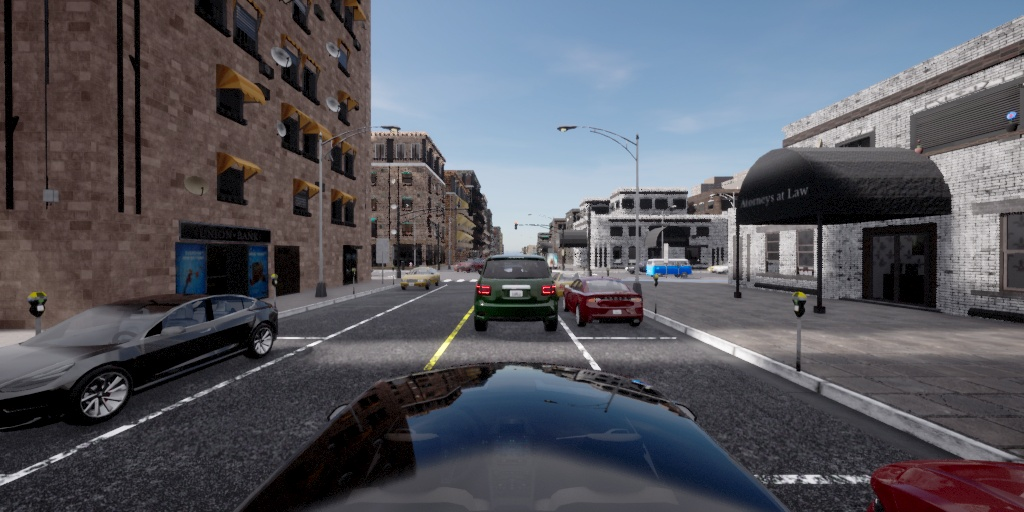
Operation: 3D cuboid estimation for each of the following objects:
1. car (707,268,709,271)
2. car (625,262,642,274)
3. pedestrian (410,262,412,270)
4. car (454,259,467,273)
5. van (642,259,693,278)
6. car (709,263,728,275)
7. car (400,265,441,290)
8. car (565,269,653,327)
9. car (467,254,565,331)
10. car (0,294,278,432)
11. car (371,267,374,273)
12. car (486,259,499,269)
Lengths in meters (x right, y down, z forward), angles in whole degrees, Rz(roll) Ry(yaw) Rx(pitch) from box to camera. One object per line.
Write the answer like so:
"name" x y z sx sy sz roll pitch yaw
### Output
"car" 25.518 1.324 42.010 4.829 1.417 1.751 0 0 0
"car" 14.957 1.279 39.358 4.902 1.511 2.128 0 0 -2
"pedestrian" -12.595 1.215 44.699 0.500 1.100 0.500 0 0 0
"car" -4.995 1.078 43.236 2.097 1.767 4.553 0 0 25
"van" 14.682 1.166 33.558 3.998 1.789 1.690 0 0 0
"car" 24.799 1.414 39.412 4.718 1.301 1.895 0 0 0
"car" -5.674 1.279 22.639 1.751 1.417 4.829 0 0 0
"car" 2.697 1.295 11.404 1.888 1.381 4.507 0 0 0
"car" 0.105 0.972 11.076 2.150 2.045 5.566 0 0 0
"car" -5.688 1.315 5.720 1.948 1.339 4.313 0 0 0
"car" -16.453 1.346 35.938 4.718 1.301 1.895 0 0 0
"car" -3.038 1.287 57.361 1.837 1.490 4.892 0 0 0
